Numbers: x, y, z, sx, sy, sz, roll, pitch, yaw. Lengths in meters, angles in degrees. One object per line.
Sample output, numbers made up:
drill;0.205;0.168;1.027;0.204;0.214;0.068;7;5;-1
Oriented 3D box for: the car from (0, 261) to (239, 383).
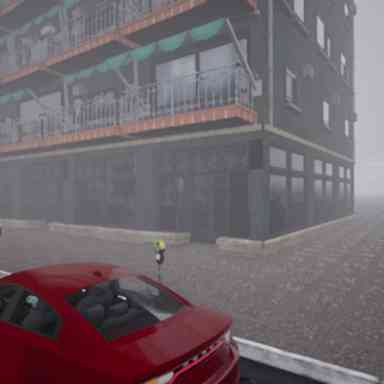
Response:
car;-1.634;1.549;4.049;4.507;1.381;1.887;0;0;36
